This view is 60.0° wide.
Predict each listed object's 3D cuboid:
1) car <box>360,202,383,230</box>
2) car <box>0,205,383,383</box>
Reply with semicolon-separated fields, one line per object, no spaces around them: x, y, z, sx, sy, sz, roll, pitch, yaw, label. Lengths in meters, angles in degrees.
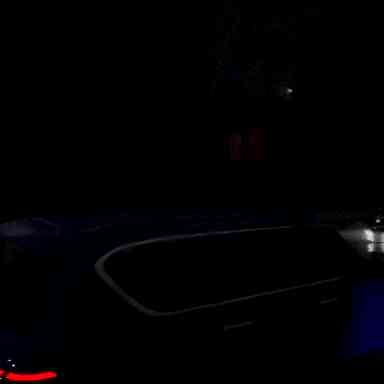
12.864;1.422;20.841;4.902;1.511;2.128;0;0;-35;car
0.577;1.211;3.855;5.566;2.045;2.150;0;0;-35;car
